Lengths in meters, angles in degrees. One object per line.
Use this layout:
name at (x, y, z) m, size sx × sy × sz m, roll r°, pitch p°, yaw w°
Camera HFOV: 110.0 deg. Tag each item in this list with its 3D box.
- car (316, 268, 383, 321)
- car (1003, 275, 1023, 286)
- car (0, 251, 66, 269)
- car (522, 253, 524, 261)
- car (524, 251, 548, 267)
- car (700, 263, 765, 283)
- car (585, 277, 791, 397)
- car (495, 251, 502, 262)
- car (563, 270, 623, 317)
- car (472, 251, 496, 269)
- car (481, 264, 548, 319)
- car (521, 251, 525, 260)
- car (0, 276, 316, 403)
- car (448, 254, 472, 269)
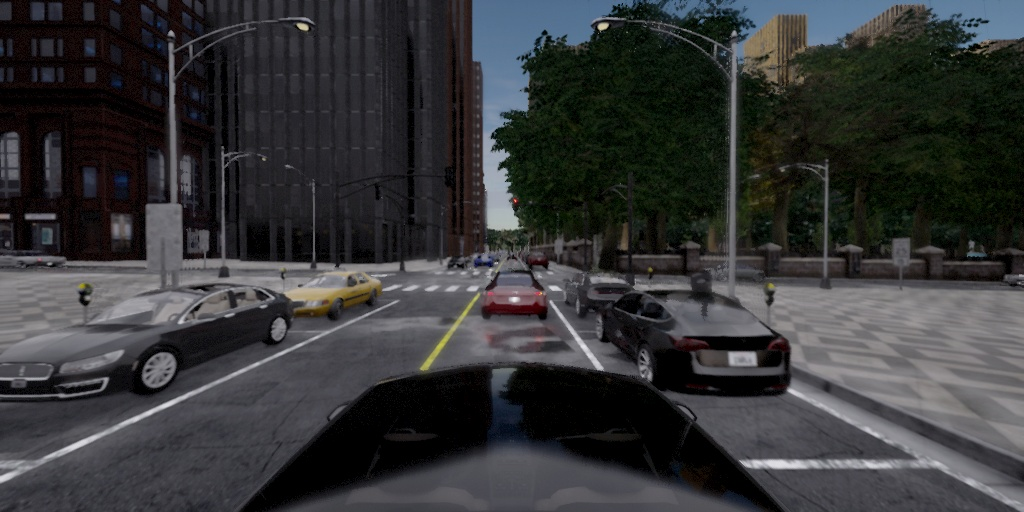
car at (-5.762, 1.091, 11.722) m, size 1.751 × 1.417 × 4.829 m, roll 0°, pitch 0°, yaw 0°
car at (40.106, 1.751, 26.816) m, size 4.718 × 1.301 × 1.895 m, roll 1°, pitch 1°, yaw 0°
car at (-36.255, 0.263, 26.402) m, size 4.718 × 1.301 × 1.895 m, roll 1°, pitch 1°, yaw 0°
car at (2.769, 0.473, 49.471) m, size 1.948 × 1.339 × 4.313 m, roll 0°, pitch 0°, yaw 0°
car at (2.767, 0.408, 38.561) m, size 2.192 × 1.841 × 5.009 m, roll 0°, pitch 0°, yaw 0°
car at (16.356, 1.220, 26.703) m, size 4.181 × 1.385 × 1.994 m, roll 1°, pitch 1°, yaw 0°
car at (2.763, 1.231, 6.388) m, size 1.948 × 1.339 × 4.313 m, roll 0°, pitch 0°, yaw 0°
car at (-3.033, 0.328, 57.914) m, size 1.994 × 1.385 × 4.181 m, roll 0°, pitch 1°, yaw 1°
car at (2.764, 1.116, 11.900) m, size 2.007 × 1.370 × 4.403 m, roll 0°, pitch 0°, yaw 0°
car at (-3.082, 0.549, 39.848) m, size 1.882 × 1.535 × 5.008 m, roll 0°, pitch 1°, yaw 0°
car at (0.082, 1.130, 11.883) m, size 1.994 × 1.385 × 4.181 m, roll 0°, pitch 1°, yaw 0°
car at (2.769, 0.365, 54.927) m, size 2.007 × 1.370 × 4.403 m, roll 0°, pitch 0°, yaw 0°
car at (-5.762, 1.216, 6.380) m, size 2.007 × 1.370 × 4.403 m, roll 0°, pitch 0°, yaw 0°
car at (-5.758, 0.659, 38.552) m, size 1.948 × 1.339 × 4.313 m, roll 0°, pitch 0°, yaw 0°
